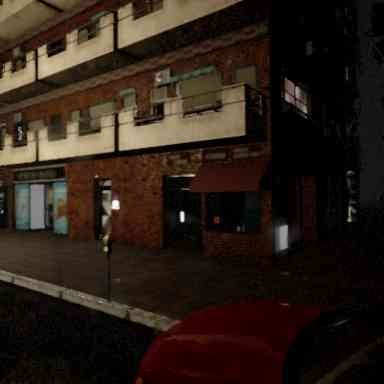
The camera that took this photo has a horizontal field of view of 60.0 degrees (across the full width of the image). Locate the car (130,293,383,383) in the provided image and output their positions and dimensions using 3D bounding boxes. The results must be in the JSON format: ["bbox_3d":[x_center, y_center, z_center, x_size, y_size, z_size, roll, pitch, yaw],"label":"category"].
[{"bbox_3d":[1.854,1.315,1.568,5.009,1.841,2.192,0,-1,35],"label":"car"}]
